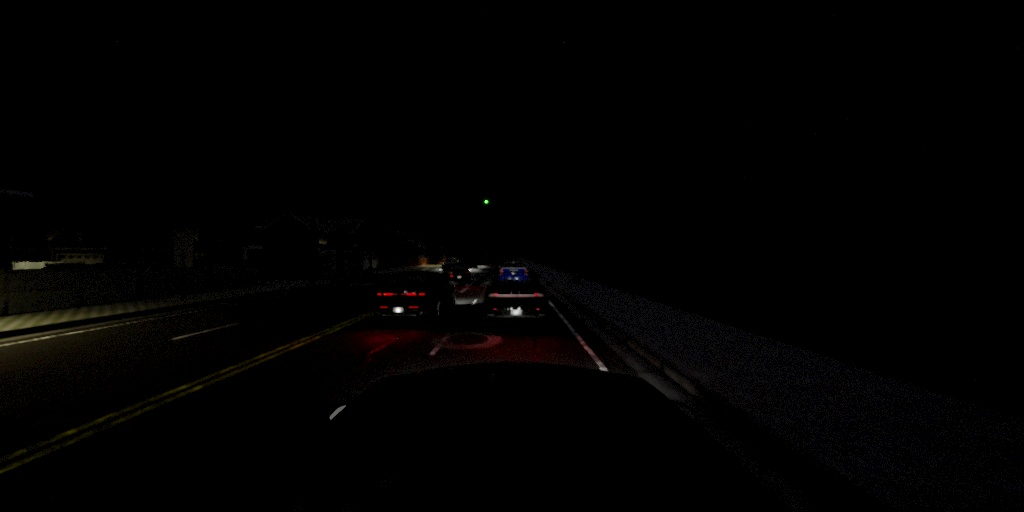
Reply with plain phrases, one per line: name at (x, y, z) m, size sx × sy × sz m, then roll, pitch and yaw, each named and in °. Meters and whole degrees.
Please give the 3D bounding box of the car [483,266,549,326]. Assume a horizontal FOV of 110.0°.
car at (0.105, 1.236, 11.613) m, size 2.128 × 1.511 × 4.902 m, roll 0°, pitch 0°, yaw 0°

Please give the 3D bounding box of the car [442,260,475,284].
car at (-4.231, 1.263, 26.644) m, size 1.812 × 1.442 × 4.674 m, roll 0°, pitch 0°, yaw -16°

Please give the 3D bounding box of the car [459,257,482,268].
car at (-6.544, 1.195, 56.907) m, size 2.128 × 1.511 × 4.902 m, roll 0°, pitch 0°, yaw 0°

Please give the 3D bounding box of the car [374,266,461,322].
car at (-3.145, 1.249, 12.342) m, size 1.837 × 1.490 × 4.892 m, roll 0°, pitch 0°, yaw 0°

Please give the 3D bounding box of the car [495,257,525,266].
car at (0.106, 1.089, 25.394) m, size 2.097 × 1.767 × 4.553 m, roll 0°, pitch 0°, yaw 0°
